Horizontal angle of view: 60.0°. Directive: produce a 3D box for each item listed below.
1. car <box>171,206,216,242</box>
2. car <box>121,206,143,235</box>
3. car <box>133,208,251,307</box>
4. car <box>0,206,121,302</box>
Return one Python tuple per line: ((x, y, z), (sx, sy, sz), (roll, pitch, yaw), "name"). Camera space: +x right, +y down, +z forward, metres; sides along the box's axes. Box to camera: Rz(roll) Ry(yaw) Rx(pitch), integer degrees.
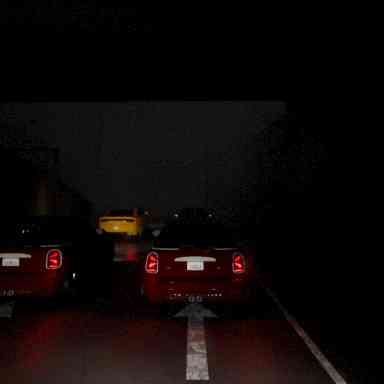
((0.070, 1.547, 17.639), (2.033, 1.411, 5.357), (0, 0, 0), "car")
((-3.431, 1.478, 17.529), (1.882, 1.535, 5.008), (0, 0, 0), "car")
((0.067, 1.352, 8.113), (2.097, 1.767, 4.553), (0, 0, 0), "car")
((-3.428, 1.352, 8.440), (2.097, 1.767, 4.553), (0, 0, 0), "car")
